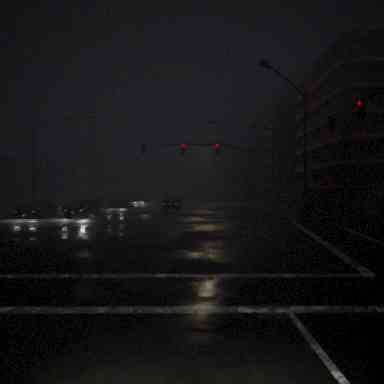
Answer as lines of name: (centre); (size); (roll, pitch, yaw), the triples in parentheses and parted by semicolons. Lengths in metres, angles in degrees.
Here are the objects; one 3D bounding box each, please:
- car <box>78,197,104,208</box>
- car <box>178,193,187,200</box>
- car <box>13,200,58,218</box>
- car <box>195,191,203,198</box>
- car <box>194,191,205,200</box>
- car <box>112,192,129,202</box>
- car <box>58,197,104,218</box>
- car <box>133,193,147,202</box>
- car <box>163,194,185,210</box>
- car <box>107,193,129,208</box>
car: (-12.908, 1.304, 42.813); (1.895, 1.301, 4.718); (0, 1, 1)
car: (-2.013, 0.808, 65.969); (2.033, 1.411, 5.357); (0, 1, 1)
car: (-13.125, 1.442, 28.729); (2.033, 1.411, 5.357); (0, 0, 2)
car: (1.613, 0.492, 76.092); (1.837, 1.490, 4.892); (0, 1, 1)
car: (1.486, 0.610, 66.047); (2.097, 1.767, 4.553); (0, 1, 1)
car: (-12.671, 0.876, 58.946); (1.882, 1.535, 5.008); (0, 1, 1)
car: (-9.587, 1.397, 29.149); (1.837, 1.490, 4.892); (0, 0, 1)
car: (-9.170, 0.885, 59.221); (2.128, 1.511, 4.902); (0, 1, 1)
car: (-2.271, 1.316, 38.059); (2.033, 1.411, 5.357); (0, 1, 1)
car: (-9.405, 1.231, 42.685); (1.812, 1.442, 4.674); (0, 1, 1)
